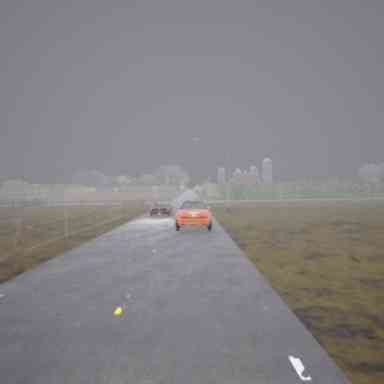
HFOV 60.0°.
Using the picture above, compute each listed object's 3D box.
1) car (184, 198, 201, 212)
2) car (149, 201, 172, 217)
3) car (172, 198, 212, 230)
[{"bbox_3d":[0.102,1.430,37.960,1.812,1.442,4.674,0,0,0],"label":"car"},{"bbox_3d":[-2.761,1.530,30.459,1.895,1.301,4.718,0,0,0],"label":"car"},{"bbox_3d":[0.093,1.312,20.855,2.097,1.767,4.553,0,0,0],"label":"car"}]
